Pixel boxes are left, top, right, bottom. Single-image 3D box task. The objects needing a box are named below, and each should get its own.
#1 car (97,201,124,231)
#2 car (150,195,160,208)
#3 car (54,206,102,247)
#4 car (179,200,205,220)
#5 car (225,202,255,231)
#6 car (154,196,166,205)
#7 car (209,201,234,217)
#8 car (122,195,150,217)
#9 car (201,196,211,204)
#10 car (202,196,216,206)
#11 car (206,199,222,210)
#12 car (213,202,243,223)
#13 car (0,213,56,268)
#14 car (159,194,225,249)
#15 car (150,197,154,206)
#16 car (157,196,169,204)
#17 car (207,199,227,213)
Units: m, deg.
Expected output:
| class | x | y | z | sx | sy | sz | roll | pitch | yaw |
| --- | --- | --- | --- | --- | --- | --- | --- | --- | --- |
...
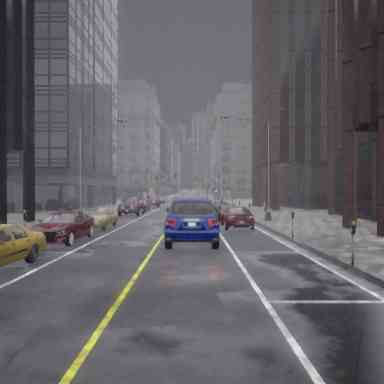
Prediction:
| class | x | y | z | sx | sy | sz | roll | pitch | yaw |
| --- | --- | --- | --- | --- | --- | --- | --- | --- | --- |
| car | -5.768 | 1.531 | 20.572 | 1.752 | 1.417 | 4.829 | 0 | 0 | 0 |
| car | -5.768 | 1.322 | 48.962 | 2.192 | 1.841 | 5.009 | 0 | 0 | 0 |
| car | -5.767 | 1.547 | 15.098 | 1.887 | 1.381 | 4.507 | 0 | 0 | 0 |
| car | 0.000 | 1.506 | 29.651 | 2.128 | 1.511 | 4.902 | 0 | 0 | 0 |
| car | 2.758 | 1.550 | 20.736 | 1.887 | 1.381 | 4.507 | 0 | 0 | 0 |
| car | -5.766 | 1.542 | 60.251 | 1.887 | 1.381 | 4.507 | 0 | 0 | 0 |
| car | 2.758 | 1.576 | 32.025 | 1.947 | 1.339 | 4.313 | 0 | 0 | 0 |
| car | -5.768 | 1.325 | 32.030 | 2.192 | 1.841 | 5.009 | 0 | 0 | 0 |
| car | 2.759 | 1.573 | 65.893 | 1.802 | 1.307 | 4.206 | 0 | 0 | 0 |
| car | 2.759 | 1.443 | 54.603 | 1.967 | 1.590 | 4.097 | 0 | 0 | 0 |
| car | 2.759 | 1.591 | 43.314 | 1.802 | 1.307 | 4.206 | 0 | 0 | 0 |
| car | 2.758 | 1.575 | 26.381 | 1.947 | 1.339 | 4.313 | 0 | 0 | 0 |
| car | -5.767 | 1.524 | 9.285 | 1.752 | 1.417 | 4.829 | 0 | 0 | 0 |
| car | 0.000 | 1.261 | 14.681 | 2.150 | 2.045 | 5.566 | 0 | 0 | 0 |
| car | -5.767 | 1.555 | 37.674 | 1.887 | 1.381 | 4.507 | 0 | 0 | 0 |
| car | -5.766 | 1.557 | 65.895 | 1.947 | 1.339 | 4.313 | 0 | 0 | 0 |
| car | 2.758 | 1.561 | 37.670 | 2.008 | 1.369 | 4.403 | 0 | 0 | 0 |
